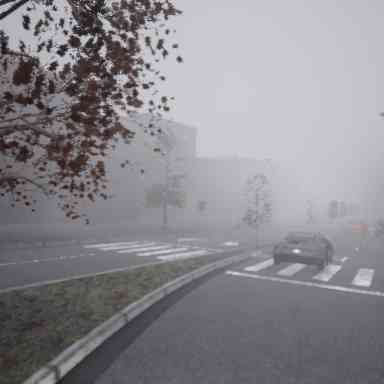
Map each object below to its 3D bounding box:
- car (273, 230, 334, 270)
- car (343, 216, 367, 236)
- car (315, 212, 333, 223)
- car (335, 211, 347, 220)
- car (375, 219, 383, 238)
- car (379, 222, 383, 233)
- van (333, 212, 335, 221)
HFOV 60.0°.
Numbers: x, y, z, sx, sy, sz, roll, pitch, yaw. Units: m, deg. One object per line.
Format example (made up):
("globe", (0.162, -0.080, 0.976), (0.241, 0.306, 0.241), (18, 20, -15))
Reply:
("car", (4.882, 2.349, 14.298), (1.994, 1.385, 4.181), (1, -4, 28))
("car", (19.490, 4.148, 39.368), (2.097, 1.767, 4.553), (1, -2, 31))
("car", (25.646, 5.046, 65.803), (2.435, 2.045, 5.566), (1, -2, 31))
("car", (37.100, 6.010, 84.779), (2.435, 2.045, 5.566), (1, -2, 31))
("car", (21.388, 4.000, 36.399), (2.150, 2.045, 5.566), (1, -2, 30))
("car", (26.858, 4.868, 45.594), (1.895, 1.301, 4.718), (1, -2, 31))
("van", (28.462, 5.314, 70.471), (1.878, 1.987, 4.442), (1, -2, 31))
